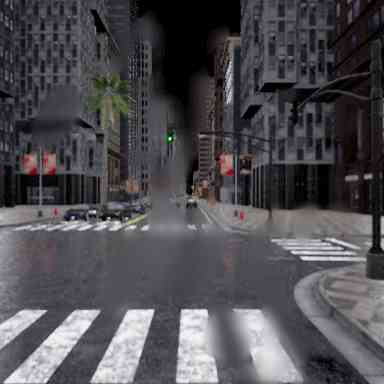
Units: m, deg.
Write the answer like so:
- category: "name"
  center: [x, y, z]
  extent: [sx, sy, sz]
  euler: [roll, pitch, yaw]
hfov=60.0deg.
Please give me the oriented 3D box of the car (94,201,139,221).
- category: "car"
  center: [-6.656, 1.788, 29.987]
  extent: [2.033, 1.411, 5.357]
  euler: [0, -1, 4]

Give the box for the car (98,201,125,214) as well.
- category: "car"
  center: [-9.960, 1.915, 41.431]
  extent: [2.033, 1.411, 5.357]
  euler: [0, -1, 0]

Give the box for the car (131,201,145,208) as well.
- category: "car"
  center: [-9.947, 2.254, 61.438]
  extent: [1.895, 1.301, 4.718]
  euler: [0, -1, 0]

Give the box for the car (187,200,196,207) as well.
- category: "car"
  center: [-0.120, 2.326, 70.376]
  extent: [1.812, 1.442, 4.674]
  euler: [0, -1, 0]

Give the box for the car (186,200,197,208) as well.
- category: "car"
  center: [-0.063, 2.108, 60.037]
  extent: [1.882, 1.535, 5.008]
  euler: [0, -1, 0]

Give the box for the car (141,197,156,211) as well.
- category: "car"
  center: [-6.725, 1.709, 50.337]
  extent: [2.150, 2.045, 5.566]
  euler: [0, -1, 0]

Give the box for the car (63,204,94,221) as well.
- category: "car"
  center: [-9.932, 1.792, 30.373]
  extent: [2.033, 1.411, 5.357]
  euler: [0, -1, 0]

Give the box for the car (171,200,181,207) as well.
- category: "car"
  center: [-3.380, 2.358, 70.141]
  extent: [1.994, 1.385, 4.181]
  euler: [0, -1, 0]

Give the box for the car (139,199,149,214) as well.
- category: "car"
  center: [-6.699, 1.905, 39.229]
  extent: [1.994, 1.385, 4.181]
  euler: [0, -1, 0]

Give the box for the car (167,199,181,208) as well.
- category: "car"
  center: [-3.314, 1.981, 59.941]
  extent: [2.097, 1.767, 4.553]
  euler: [0, -1, 0]
